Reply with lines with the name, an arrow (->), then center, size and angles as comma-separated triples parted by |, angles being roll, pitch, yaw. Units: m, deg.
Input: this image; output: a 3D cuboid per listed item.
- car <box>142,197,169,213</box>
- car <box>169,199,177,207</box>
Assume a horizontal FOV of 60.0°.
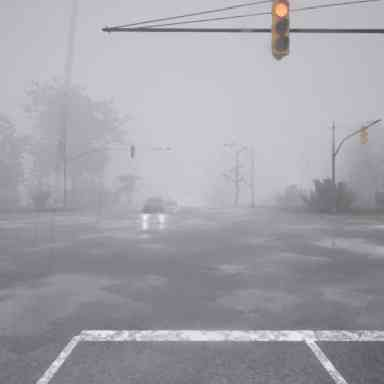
car -> -3.500, 1.227, 31.499 | 1.837, 1.490, 4.892 | 0, 0, 0
car -> -3.499, 1.837, 56.307 | 1.994, 1.385, 4.181 | 0, -2, 0
